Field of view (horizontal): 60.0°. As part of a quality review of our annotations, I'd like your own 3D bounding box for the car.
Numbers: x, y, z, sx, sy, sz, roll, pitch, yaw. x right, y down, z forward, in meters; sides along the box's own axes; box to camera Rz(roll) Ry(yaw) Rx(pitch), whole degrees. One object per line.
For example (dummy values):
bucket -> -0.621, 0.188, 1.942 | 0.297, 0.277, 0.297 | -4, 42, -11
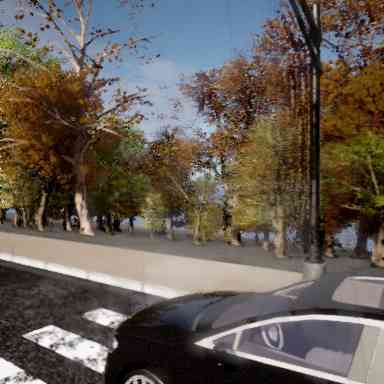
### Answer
car -> 1.329, 1.493, 2.739 | 4.902, 1.511, 2.128 | 0, 0, 35
